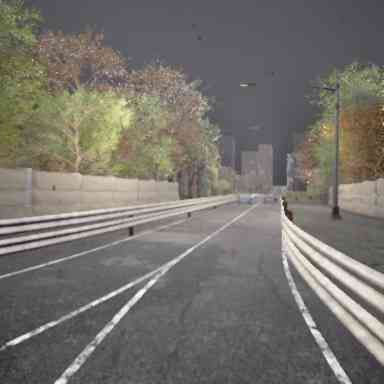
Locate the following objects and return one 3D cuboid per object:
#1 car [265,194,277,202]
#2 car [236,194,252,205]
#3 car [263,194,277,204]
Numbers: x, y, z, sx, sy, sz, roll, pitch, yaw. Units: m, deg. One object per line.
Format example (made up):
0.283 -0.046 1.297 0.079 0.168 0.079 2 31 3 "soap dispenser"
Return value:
14.810 1.121 62.045 1.994 1.385 4.181 1 0 15 "car"
7.581 1.050 47.608 1.812 1.442 4.674 1 0 15 "car"
12.168 1.047 52.010 2.128 1.511 4.902 1 0 15 "car"
